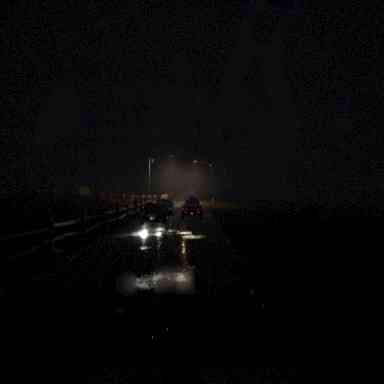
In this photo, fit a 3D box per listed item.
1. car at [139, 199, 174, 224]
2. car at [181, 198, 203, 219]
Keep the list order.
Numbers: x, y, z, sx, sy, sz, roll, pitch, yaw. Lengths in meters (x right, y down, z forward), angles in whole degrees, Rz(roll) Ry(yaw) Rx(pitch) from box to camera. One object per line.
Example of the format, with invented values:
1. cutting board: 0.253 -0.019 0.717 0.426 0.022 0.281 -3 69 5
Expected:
1. car: -2.754 1.527 25.148 2.128 1.511 4.902 0 0 0
2. car: 0.015 1.537 29.342 1.812 1.442 4.674 0 0 1
